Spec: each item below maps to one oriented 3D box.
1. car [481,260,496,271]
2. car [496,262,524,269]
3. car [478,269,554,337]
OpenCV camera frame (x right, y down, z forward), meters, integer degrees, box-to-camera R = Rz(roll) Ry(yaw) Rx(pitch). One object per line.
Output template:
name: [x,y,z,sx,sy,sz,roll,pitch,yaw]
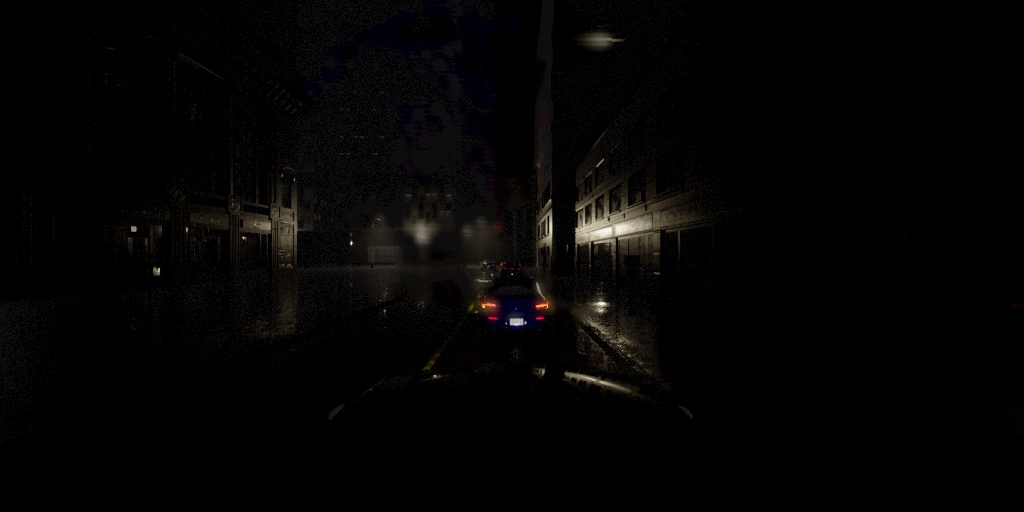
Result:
car: [-3.119,1.241,49.203,2.128,1.511,4.902,0,0,0]
car: [0.026,1.240,31.166,2.128,1.511,4.902,0,0,0]
car: [0.082,1.275,10.147,1.812,1.442,4.674,0,0,0]
